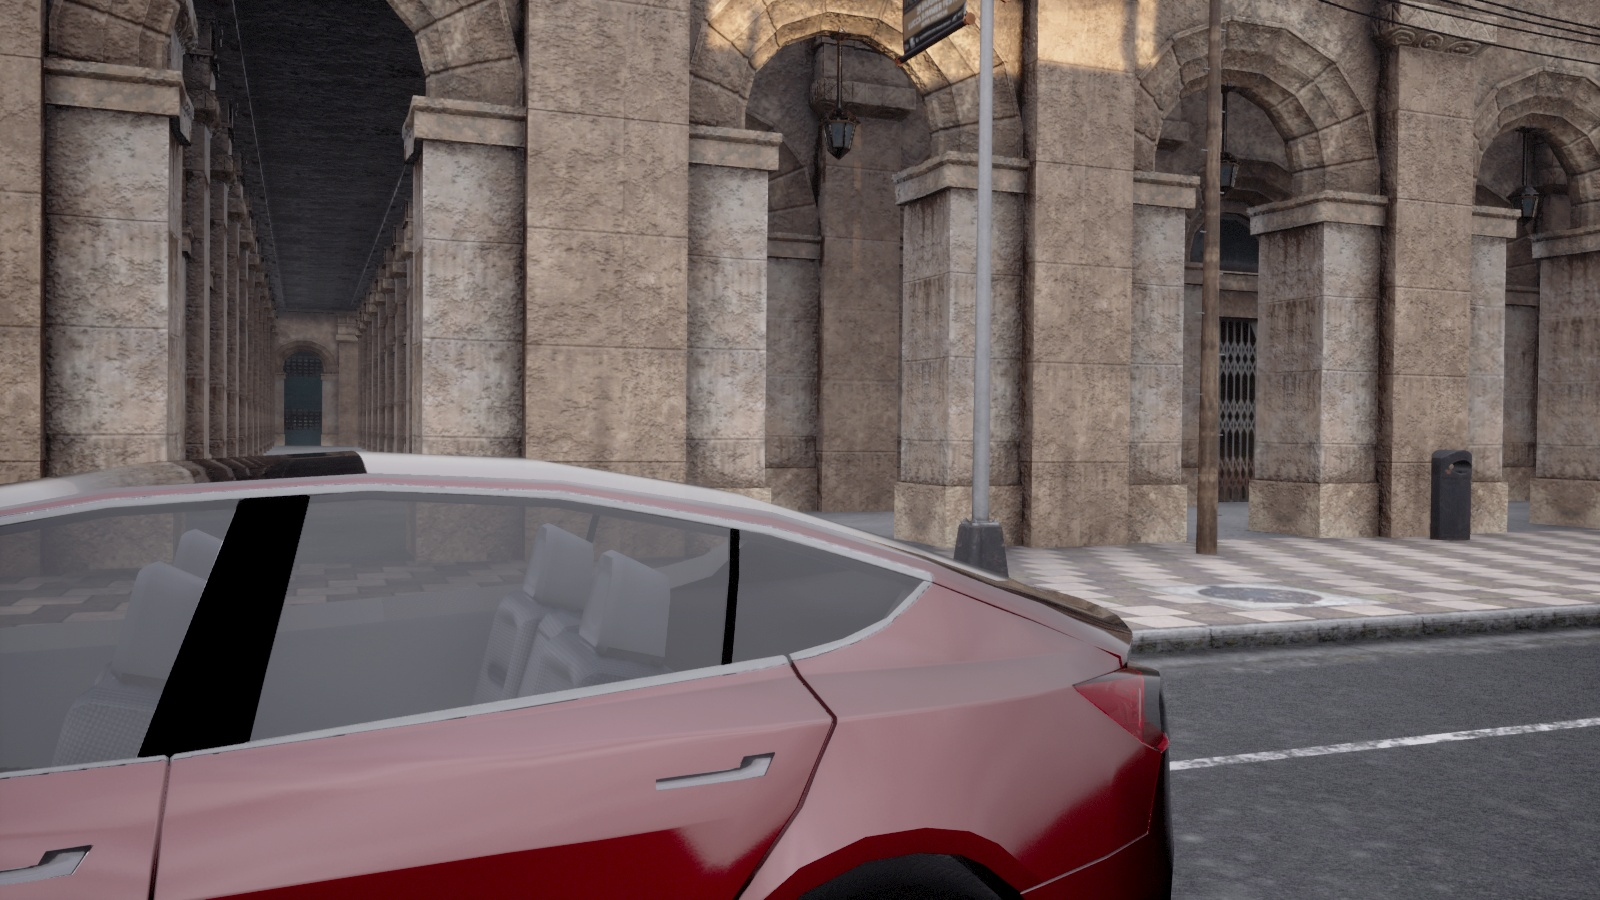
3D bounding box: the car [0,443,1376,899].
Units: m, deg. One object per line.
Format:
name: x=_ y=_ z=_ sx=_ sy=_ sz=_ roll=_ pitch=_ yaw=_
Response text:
car: x=-1.450 y=0.769 z=2.707 sx=4.792 sy=1.488 sz=2.163 roll=-1 pitch=1 yaw=-21
